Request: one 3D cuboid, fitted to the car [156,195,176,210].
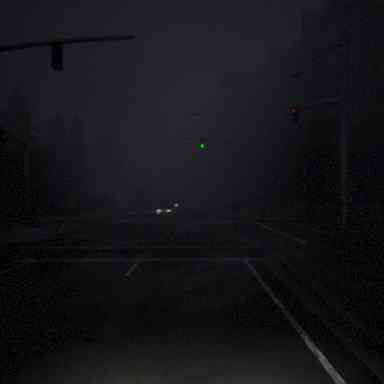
[{"bbox_3d":[-3.590,1.533,43.870,2.033,1.411,5.357,0,0,0],"label":"car"}]

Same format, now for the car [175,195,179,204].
[{"bbox_3d":[-3.539,1.333,60.612,2.097,1.767,4.553,0,0,1],"label":"car"}]
